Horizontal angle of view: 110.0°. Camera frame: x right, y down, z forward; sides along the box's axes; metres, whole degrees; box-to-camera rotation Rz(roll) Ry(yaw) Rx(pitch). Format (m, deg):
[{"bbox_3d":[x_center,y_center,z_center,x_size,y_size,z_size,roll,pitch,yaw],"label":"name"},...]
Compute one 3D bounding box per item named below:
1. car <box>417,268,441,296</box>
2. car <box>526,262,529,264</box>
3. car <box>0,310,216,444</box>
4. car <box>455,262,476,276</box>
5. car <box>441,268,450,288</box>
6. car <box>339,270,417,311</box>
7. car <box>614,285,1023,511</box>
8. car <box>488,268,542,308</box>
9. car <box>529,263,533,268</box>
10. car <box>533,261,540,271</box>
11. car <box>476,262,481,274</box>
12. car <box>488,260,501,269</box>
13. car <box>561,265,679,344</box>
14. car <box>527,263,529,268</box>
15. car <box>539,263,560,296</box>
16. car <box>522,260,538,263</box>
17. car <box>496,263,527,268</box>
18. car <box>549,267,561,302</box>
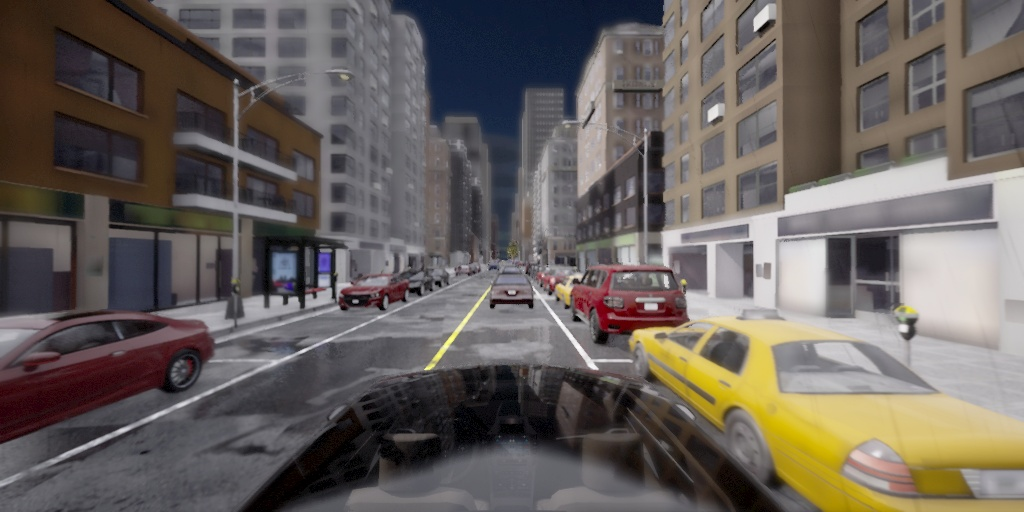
[{"bbox_3d":[-5.681,1.493,20.764,1.948,1.339,4.313,0,0,0],"label":"car"},{"bbox_3d":[2.831,1.699,42.877,1.948,1.339,4.313,0,0,0],"label":"car"},{"bbox_3d":[-5.670,1.355,4.190,1.802,1.307,4.207,0,0,0],"label":"car"},{"bbox_3d":[-5.695,1.715,42.864,1.802,1.307,4.207,0,0,0],"label":"car"},{"bbox_3d":[-5.684,1.544,26.289,1.948,1.339,4.313,0,0,0],"label":"car"},{"bbox_3d":[-5.677,1.421,15.239,1.888,1.381,4.507,0,0,0],"label":"car"},{"bbox_3d":[2.856,1.298,4.384,1.751,1.417,4.829,0,0,0],"label":"car"},{"bbox_3d":[-0.008,1.429,15.842,2.033,1.411,5.357,0,-1,0],"label":"car"},{"bbox_3d":[2.838,1.580,31.830,2.007,1.370,4.403,0,0,0],"label":"car"},{"bbox_3d":[2.841,1.418,26.307,1.967,1.591,4.097,0,0,0],"label":"car"},{"bbox_3d":[-5.699,1.750,48.389,1.948,1.339,4.313,0,0,0],"label":"car"},{"bbox_3d":[-3.040,1.854,61.600,2.033,1.411,5.357,0,-1,0],"label":"car"},{"bbox_3d":[2.852,1.139,9.737,2.192,1.841,5.009,0,0,0],"label":"car"},{"bbox_3d":[2.835,1.632,37.354,2.007,1.370,4.403,0,0,0],"label":"car"},{"bbox_3d":[2.845,1.367,20.784,1.967,1.591,4.097,0,0,0],"label":"car"},{"bbox_3d":[2.827,1.499,48.401,2.192,1.841,5.009,0,0,0],"label":"car"},{"bbox_3d":[-0.018,1.568,30.841,2.033,1.411,5.357,0,-1,0],"label":"car"},{"bbox_3d":[2.849,1.401,15.431,1.751,1.417,4.829,0,0,0],"label":"car"}]
